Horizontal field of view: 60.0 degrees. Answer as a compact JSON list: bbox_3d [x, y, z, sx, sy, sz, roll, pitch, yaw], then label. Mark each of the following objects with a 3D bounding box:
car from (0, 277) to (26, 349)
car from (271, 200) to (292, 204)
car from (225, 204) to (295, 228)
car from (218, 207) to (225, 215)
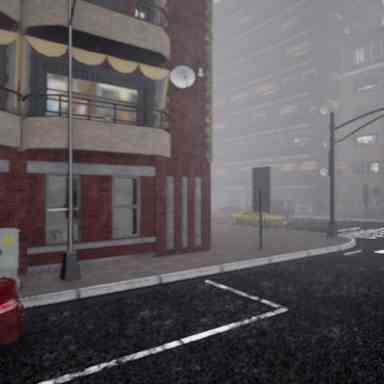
[{"bbox_3d":[-4.178,1.582,3.643,4.206,1.307,1.802,0,0,-35],"label":"car"},{"bbox_3d":[8.219,1.716,34.437,2.192,1.841,5.009,-1,0,-36],"label":"car"},{"bbox_3d":[4.937,1.834,24.761,1.752,1.417,4.829,-1,0,-36],"label":"car"},{"bbox_3d":[4.897,2.048,39.019,1.887,1.381,4.507,-1,0,-36],"label":"car"}]
